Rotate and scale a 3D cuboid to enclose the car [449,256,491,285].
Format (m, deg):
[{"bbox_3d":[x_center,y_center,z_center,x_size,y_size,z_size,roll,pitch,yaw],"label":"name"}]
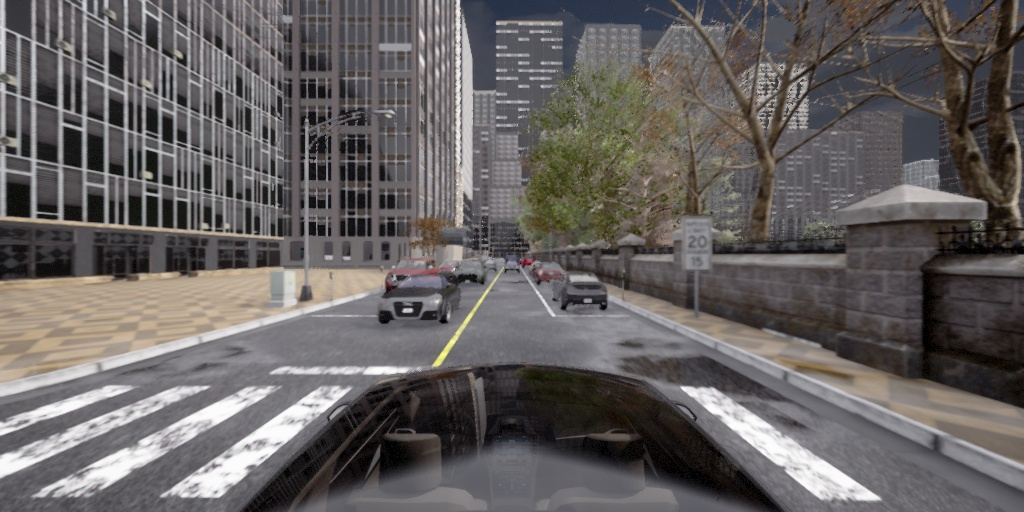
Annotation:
[{"bbox_3d":[-2.843,1.056,25.267,2.097,1.767,4.553,0,0,0],"label":"car"}]

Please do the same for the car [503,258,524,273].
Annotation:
[{"bbox_3d":[0.001,1.216,41.387,2.033,1.411,5.357,0,0,0],"label":"car"}]

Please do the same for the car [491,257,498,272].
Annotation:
[{"bbox_3d":[-2.770,1.187,44.023,1.812,1.442,4.674,0,0,0],"label":"car"}]

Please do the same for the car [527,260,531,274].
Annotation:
[{"bbox_3d":[2.566,1.257,30.920,1.948,1.339,4.313,0,0,0],"label":"car"}]

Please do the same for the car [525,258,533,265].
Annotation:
[{"bbox_3d":[2.566,1.205,36.635,1.751,1.417,4.829,0,0,0],"label":"car"}]

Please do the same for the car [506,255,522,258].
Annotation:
[{"bbox_3d":[0.001,0.866,51.870,2.150,2.045,5.566,0,0,0],"label":"car"}]

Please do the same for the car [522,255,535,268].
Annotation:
[{"bbox_3d":[2.751,0.855,57.551,2.150,2.045,5.566,0,0,0],"label":"car"}]

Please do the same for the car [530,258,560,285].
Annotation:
[{"bbox_3d":[2.565,1.143,25.375,1.967,1.591,4.097,0,0,0],"label":"car"}]

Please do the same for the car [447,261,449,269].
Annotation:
[{"bbox_3d":[-5.315,1.131,30.928,1.967,1.591,4.097,0,0,0],"label":"car"}]

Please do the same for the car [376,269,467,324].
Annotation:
[{"bbox_3d":[-2.849,1.294,11.805,1.994,1.385,4.181,0,0,0],"label":"car"}]

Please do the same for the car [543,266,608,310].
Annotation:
[{"bbox_3d":[2.566,1.276,14.284,2.007,1.370,4.403,0,0,0],"label":"car"}]

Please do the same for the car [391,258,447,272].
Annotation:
[{"bbox_3d":[-5.315,1.029,19.838,2.192,1.841,5.009,0,0,0],"label":"car"}]
